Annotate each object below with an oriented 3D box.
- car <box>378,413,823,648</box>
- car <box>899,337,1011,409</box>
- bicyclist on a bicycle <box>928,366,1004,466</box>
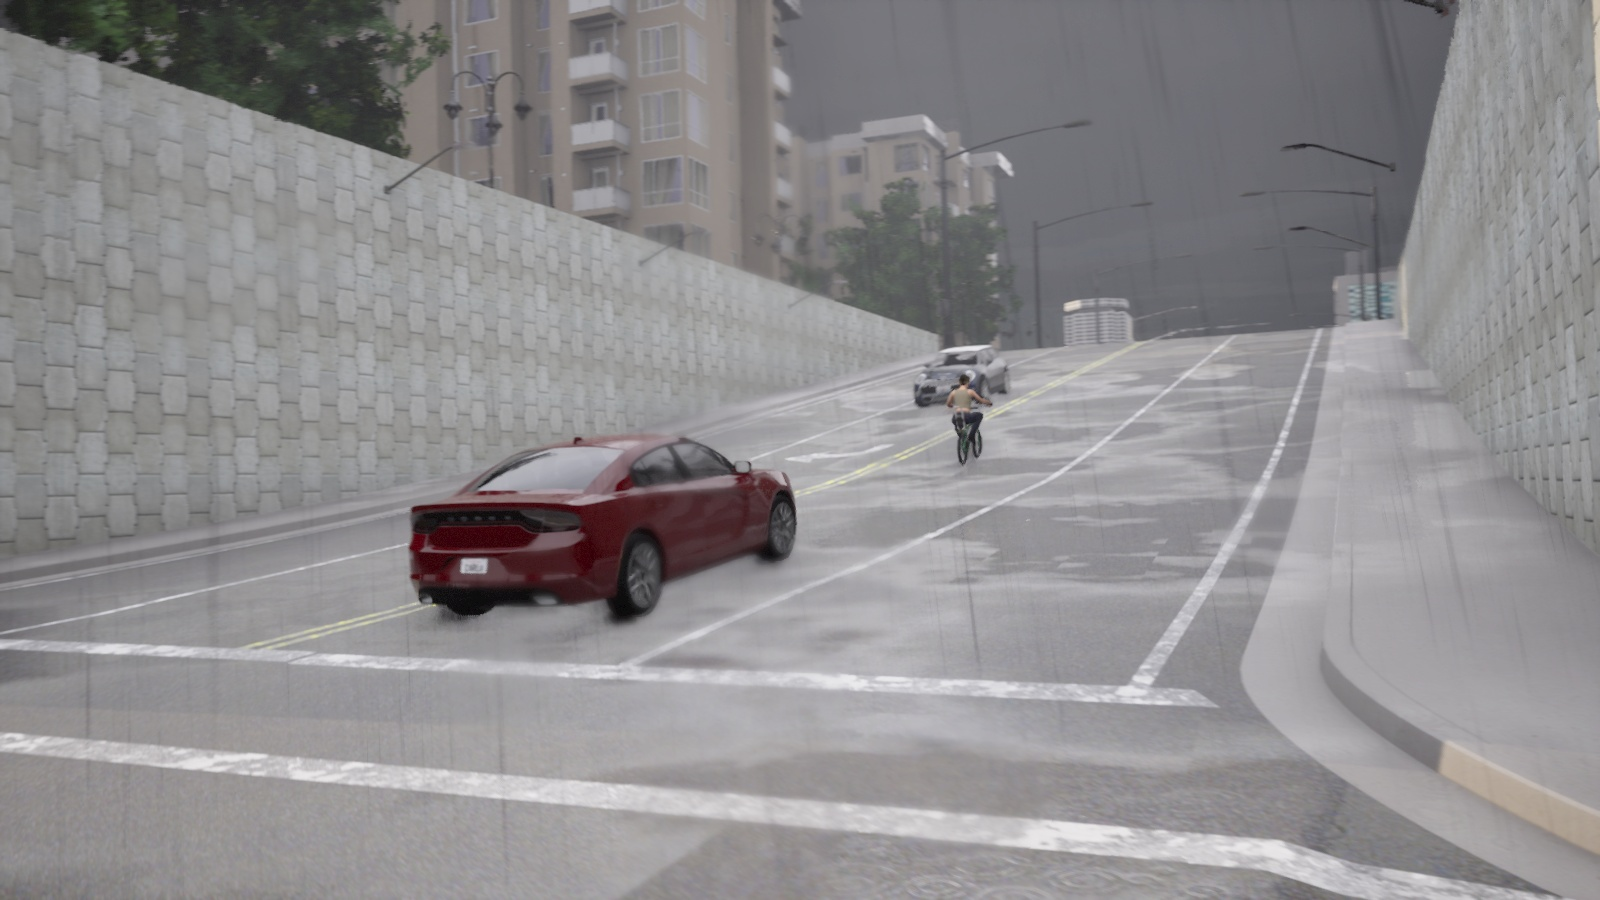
[{"bbox_3d":[-1.601,0.603,12.307,1.882,1.535,5.008,-3,4,22],"label":"car"},{"bbox_3d":[4.362,-2.183,34.881,1.970,1.475,3.806,-3,8,24],"label":"car"},{"bbox_3d":[3.062,-0.641,22.986,0.866,1.612,1.509,-3,6,24],"label":"bicyclist on a bicycle"}]
